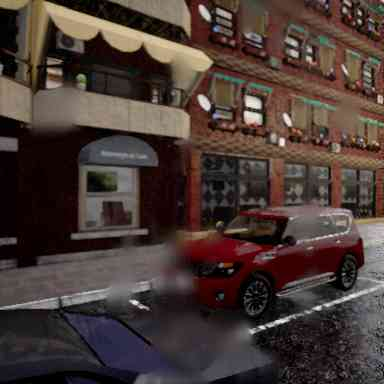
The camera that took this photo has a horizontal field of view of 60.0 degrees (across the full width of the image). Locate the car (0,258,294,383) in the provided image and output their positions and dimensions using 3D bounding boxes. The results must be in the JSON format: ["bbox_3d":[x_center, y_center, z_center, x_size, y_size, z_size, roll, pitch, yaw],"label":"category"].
[{"bbox_3d":[-1.763,1.550,1.690,5.357,1.411,2.033,0,0,-36],"label":"car"}]

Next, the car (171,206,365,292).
[{"bbox_3d":[1.867,1.290,7.418,5.009,1.841,2.192,0,1,-36],"label":"car"}]
